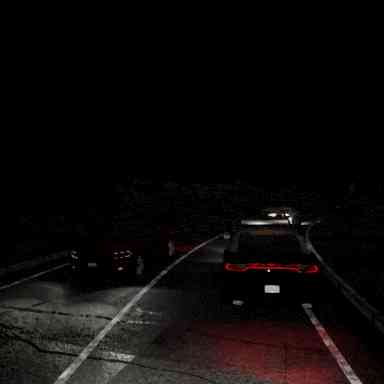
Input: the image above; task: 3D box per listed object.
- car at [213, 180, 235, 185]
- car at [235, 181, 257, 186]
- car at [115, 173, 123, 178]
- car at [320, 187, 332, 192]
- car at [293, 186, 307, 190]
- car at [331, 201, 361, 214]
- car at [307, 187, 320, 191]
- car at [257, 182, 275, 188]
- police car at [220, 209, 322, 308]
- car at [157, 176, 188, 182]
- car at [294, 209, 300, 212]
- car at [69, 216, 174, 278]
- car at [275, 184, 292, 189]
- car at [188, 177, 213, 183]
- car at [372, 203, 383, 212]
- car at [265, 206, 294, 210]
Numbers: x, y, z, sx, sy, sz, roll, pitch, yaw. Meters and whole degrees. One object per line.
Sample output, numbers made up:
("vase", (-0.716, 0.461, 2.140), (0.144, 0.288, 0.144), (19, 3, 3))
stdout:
("car", (5.604, -1.687, 65.806), (4.674, 1.452, 2.002), (3, -5, -31))
("car", (10.302, -1.490, 68.751), (5.008, 1.535, 2.097), (3, -5, -32))
("car", (-13.445, -2.642, 54.822), (4.553, 1.767, 2.185), (2, -5, -30))
("car", (32.850, -0.281, 84.997), (4.553, 1.767, 2.185), (4, -6, -38))
("car", (24.101, -0.683, 78.247), (4.674, 1.452, 2.002), (3, -6, -36))
("car", (19.311, 1.881, 41.746), (4.553, 1.767, 2.097), (1, -4, -41))
("car", (28.429, -0.457, 81.505), (4.892, 1.521, 2.231), (3, -6, -37))
("car", (14.916, -1.370, 71.790), (4.553, 1.767, 2.185), (3, -5, -33))
("police car", (1.782, 1.454, 8.186), (1.930, 1.638, 5.238), (-1, 0, 10))
("car", (-3.945, -2.150, 60.229), (4.892, 1.521, 2.231), (2, -5, -30))
("car", (6.260, 1.702, 22.648), (1.812, 1.442, 4.674), (-2, -2, 25))
("car", (-1.983, 1.577, 10.761), (1.882, 1.535, 5.008), (-1, -1, 12))
("car", (19.625, -0.953, 75.029), (4.792, 1.488, 2.163), (3, -6, -35))
("car", (0.844, -1.951, 62.968), (4.892, 1.521, 2.231), (2, -5, -30))
("car", (28.377, 2.231, 48.633), (4.181, 1.385, 1.994), (0, -4, -29))
("car", (4.180, 1.567, 17.514), (1.801, 1.575, 5.366), (-2, -1, 19))
